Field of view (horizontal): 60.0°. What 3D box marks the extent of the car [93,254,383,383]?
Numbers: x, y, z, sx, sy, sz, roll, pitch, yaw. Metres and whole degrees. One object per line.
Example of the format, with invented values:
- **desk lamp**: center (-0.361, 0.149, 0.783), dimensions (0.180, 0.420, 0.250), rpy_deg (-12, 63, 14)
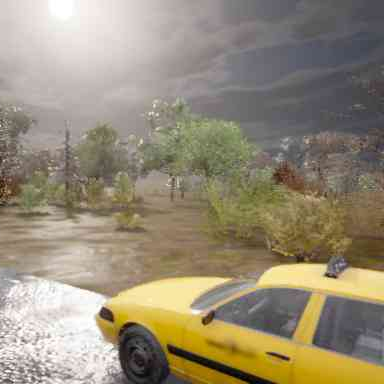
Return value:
- **car**: center (1.195, 1.439, 3.514), dimensions (5.366, 1.575, 1.801), rpy_deg (1, 1, 35)
